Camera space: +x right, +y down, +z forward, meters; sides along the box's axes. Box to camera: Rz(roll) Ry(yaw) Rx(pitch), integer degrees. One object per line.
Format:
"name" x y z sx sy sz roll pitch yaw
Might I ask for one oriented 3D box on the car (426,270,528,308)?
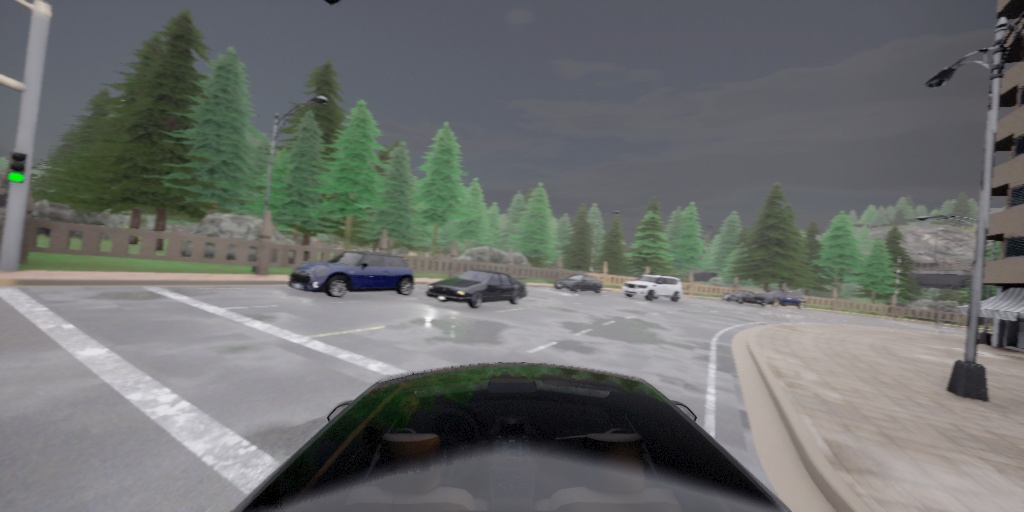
"car" -1.204 1.320 15.399 2.033 1.411 5.357 6 -1 30

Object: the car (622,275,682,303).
"car" 11.451 2.555 29.025 5.566 2.045 2.150 7 -1 -33

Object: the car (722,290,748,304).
"car" 25.144 4.456 38.518 4.902 1.511 2.128 7 -1 -11

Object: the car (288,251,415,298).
"car" -6.002 0.576 13.994 2.097 1.767 4.553 6 -1 32

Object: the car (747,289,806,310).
"car" 26.210 4.047 35.168 4.553 1.767 2.097 6 -1 -11

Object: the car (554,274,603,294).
"car" 5.404 2.187 28.652 4.674 1.442 1.812 7 -1 -39
